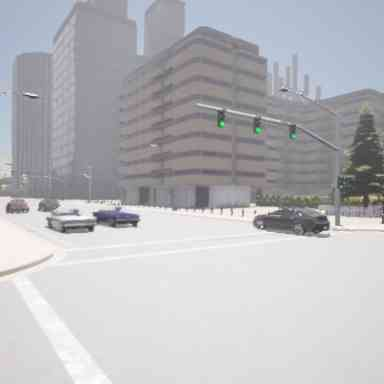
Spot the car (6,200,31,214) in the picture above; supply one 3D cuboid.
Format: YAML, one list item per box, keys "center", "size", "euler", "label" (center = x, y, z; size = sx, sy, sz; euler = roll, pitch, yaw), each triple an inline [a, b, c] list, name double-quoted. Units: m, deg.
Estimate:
- center: [-19.486, 1.580, 37.193]
  size: [1.812, 1.442, 4.674]
  euler: [1, 0, -35]
  label: "car"

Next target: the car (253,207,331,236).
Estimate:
- center: [5.810, 1.685, 19.908]
  size: [1.837, 1.490, 4.892]
  euler: [1, -1, -35]
  label: "car"

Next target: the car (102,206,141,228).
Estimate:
- center: [-5.399, 1.691, 23.428]
  size: [1.895, 1.301, 4.718]
  euler: [1, 0, -35]
  label: "car"

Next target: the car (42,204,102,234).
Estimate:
- center: [-7.375, 1.656, 20.170]
  size: [1.895, 1.301, 4.718]
  euler: [1, 0, -35]
  label: "car"

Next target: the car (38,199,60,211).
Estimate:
- center: [-17.048, 1.594, 39.806]
  size: [1.837, 1.490, 4.892]
  euler: [1, 0, -35]
  label: "car"
